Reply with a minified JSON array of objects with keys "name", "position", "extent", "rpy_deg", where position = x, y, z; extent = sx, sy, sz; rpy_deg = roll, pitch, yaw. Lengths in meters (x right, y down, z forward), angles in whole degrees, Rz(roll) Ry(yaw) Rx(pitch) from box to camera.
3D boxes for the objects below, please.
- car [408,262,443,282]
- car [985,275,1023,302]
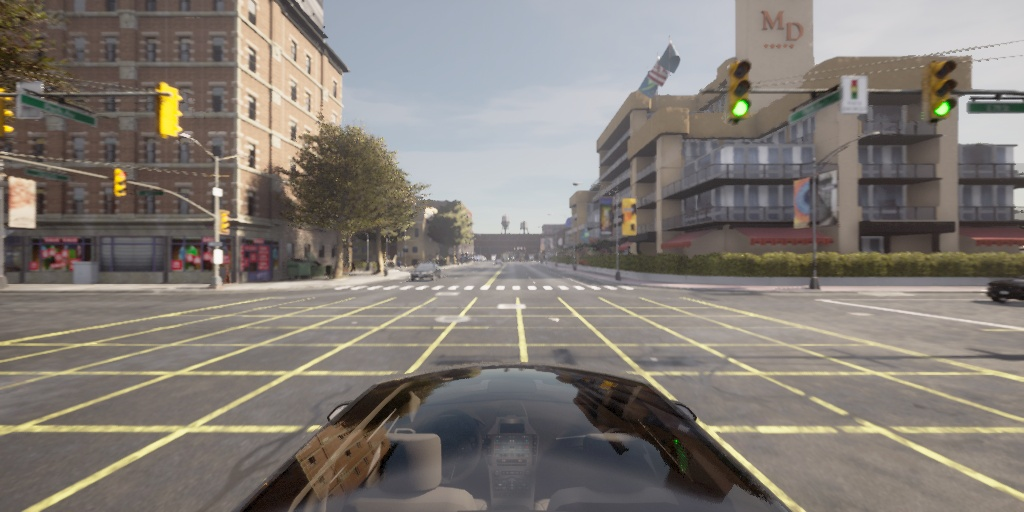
[{"name":"car","position":[-7.001,1.247,29.827],"extent":[1.812,1.442,4.674],"rpy_deg":[0,0,0]},{"name":"car","position":[23.218,1.274,15.083],"extent":[5.008,1.535,1.882],"rpy_deg":[0,0,0]}]
